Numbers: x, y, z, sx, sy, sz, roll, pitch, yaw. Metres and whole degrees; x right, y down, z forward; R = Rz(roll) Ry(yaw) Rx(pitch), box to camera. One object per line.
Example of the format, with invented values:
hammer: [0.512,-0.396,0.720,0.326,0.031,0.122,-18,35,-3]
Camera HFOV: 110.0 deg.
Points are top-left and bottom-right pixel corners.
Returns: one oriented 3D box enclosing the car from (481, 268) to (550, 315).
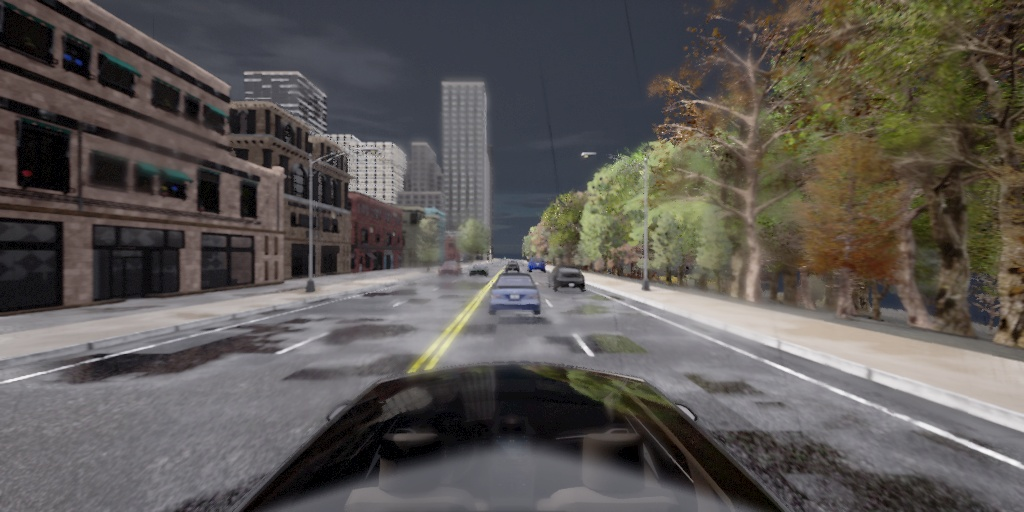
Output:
car: [0.100,1.365,13.987,2.033,1.411,5.357,0,0,0]

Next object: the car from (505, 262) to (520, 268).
car: [0.096,1.516,49.788,1.837,1.490,4.892,0,0,0]

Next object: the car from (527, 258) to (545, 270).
car: [3.346,1.230,49.258,2.150,2.045,5.566,0,0,0]

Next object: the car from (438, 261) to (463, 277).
car: [-6.593,1.305,38.757,2.097,1.767,4.553,0,0,0]

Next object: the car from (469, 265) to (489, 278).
car: [-3.347,1.545,37.205,1.895,1.301,4.718,0,0,0]

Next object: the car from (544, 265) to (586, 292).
car: [3.348,1.371,22.518,1.837,1.490,4.892,0,0,0]
